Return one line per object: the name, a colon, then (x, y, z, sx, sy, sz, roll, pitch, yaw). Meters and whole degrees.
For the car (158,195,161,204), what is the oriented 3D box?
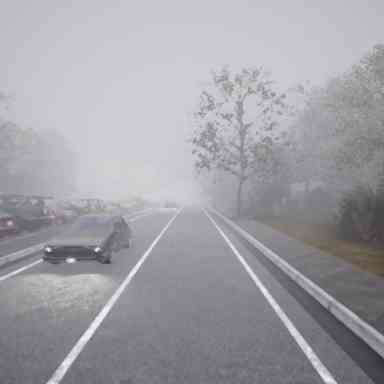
car: (-10.094, 2.066, 72.913, 5.366, 1.575, 1.946, 0, -1, 0)

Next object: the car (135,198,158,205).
car: (-10.284, 2.123, 75.688, 4.892, 1.521, 2.231, 0, -1, 0)

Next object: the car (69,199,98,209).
car: (-10.302, 1.490, 25.732, 5.008, 1.535, 2.097, 0, -1, 0)

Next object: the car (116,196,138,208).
car: (-10.112, 1.661, 42.388, 5.366, 1.575, 1.946, 0, -1, 0)

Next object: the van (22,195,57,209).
van: (-23.256, 1.526, 50.805, 4.442, 1.987, 1.878, 0, -1, 0)

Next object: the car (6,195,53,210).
car: (-23.346, 1.472, 48.036, 5.566, 2.045, 2.435, 0, -1, 0)

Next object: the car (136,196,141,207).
car: (-10.265, 1.752, 47.940, 4.792, 1.488, 2.163, 0, -1, 0)

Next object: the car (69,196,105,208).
car: (-10.275, 1.393, 28.510, 4.553, 1.767, 2.185, 0, -1, 0)

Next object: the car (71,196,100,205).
car: (-23.388, 1.818, 72.957, 5.566, 2.045, 2.435, 0, -1, 0)

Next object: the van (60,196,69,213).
van: (-10.194, 1.206, 20.182, 4.442, 1.987, 1.878, 0, -1, 0)

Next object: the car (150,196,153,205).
car: (-10.280, 1.877, 61.821, 4.892, 1.521, 2.231, 0, -1, 0)

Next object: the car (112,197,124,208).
car: (-10.117, 1.574, 34.060, 5.366, 1.575, 1.946, 0, -1, 0)

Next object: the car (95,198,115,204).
car: (-23.345, 2.385, 89.446, 5.008, 1.535, 2.097, 0, -1, 0)

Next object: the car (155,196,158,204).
car: (-10.098, 1.960, 67.241, 5.366, 1.575, 1.946, 0, -1, 0)

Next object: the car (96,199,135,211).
car: (-10.267, 1.723, 45.164, 4.792, 1.488, 2.163, 0, -1, 0)

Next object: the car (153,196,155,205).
car: (-10.470, 1.914, 64.589, 5.366, 1.575, 1.946, 0, -1, 0)

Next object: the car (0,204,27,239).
car: (-10.344, 1.433, 14.654, 4.792, 1.488, 2.163, 0, 0, 0)

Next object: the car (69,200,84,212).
car: (-10.312, 1.501, 22.956, 4.674, 1.452, 2.002, 0, -1, 0)

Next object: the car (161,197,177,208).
car: (-3.366, 1.891, 53.406, 1.895, 1.301, 4.718, 0, -1, 0)

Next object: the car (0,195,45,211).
car: (-23.348, 1.443, 45.266, 5.566, 2.045, 2.435, 0, -1, 0)

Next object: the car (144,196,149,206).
car: (-10.319, 1.839, 56.269, 4.792, 1.488, 2.163, 0, -1, 0)

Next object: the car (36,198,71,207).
car: (-23.375, 1.810, 56.343, 5.008, 1.535, 2.097, 0, -1, 0)

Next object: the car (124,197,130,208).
car: (-10.306, 1.636, 39.612, 4.892, 1.521, 2.231, 0, -1, 0)

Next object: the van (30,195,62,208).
van: (-23.487, 1.555, 53.575, 4.442, 1.987, 1.878, 0, -1, 0)

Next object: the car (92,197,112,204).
car: (-23.383, 2.207, 86.678, 4.553, 1.767, 2.185, 0, -1, 0)

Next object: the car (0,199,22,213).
car: (-23.374, 1.636, 39.722, 5.008, 1.535, 2.097, 0, -1, 0)

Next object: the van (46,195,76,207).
van: (-23.259, 1.616, 59.131, 4.442, 1.987, 1.878, 0, -1, 0)

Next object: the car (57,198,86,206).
car: (-23.393, 1.946, 64.519, 4.792, 1.488, 2.163, 0, -1, 0)

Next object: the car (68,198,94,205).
car: (-23.333, 2.046, 70.183, 4.792, 1.488, 2.163, 0, -1, 0)

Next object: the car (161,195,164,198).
car: (-10.303, 1.977, 81.245, 5.566, 2.045, 2.435, 0, -1, 0)

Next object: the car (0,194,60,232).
car: (-10.341, 1.152, 17.407, 5.566, 2.045, 2.435, 0, -1, 0)

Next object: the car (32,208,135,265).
car: (-3.350, 1.518, 11.871, 2.033, 1.411, 5.357, 0, 0, 0)

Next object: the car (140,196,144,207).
car: (-10.264, 1.781, 50.716, 4.792, 1.488, 2.163, 0, -1, 0)

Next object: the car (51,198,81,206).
car: (-23.395, 1.906, 61.880, 4.792, 1.488, 2.163, 0, -1, 0)

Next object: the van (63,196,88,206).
van: (-23.480, 1.737, 67.294, 4.442, 1.987, 1.878, 0, -1, 0)

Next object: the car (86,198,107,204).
car: (-23.352, 2.269, 81.260, 4.674, 1.452, 2.002, 0, -1, 0)

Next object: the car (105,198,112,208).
car: (-10.273, 1.422, 31.285, 4.553, 1.767, 2.185, 0, -1, 0)

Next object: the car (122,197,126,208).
car: (-10.295, 1.607, 36.836, 4.892, 1.521, 2.231, 0, -1, 0)

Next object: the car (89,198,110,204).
car: (-23.324, 2.311, 84.030, 4.792, 1.488, 2.163, 0, -1, 0)
